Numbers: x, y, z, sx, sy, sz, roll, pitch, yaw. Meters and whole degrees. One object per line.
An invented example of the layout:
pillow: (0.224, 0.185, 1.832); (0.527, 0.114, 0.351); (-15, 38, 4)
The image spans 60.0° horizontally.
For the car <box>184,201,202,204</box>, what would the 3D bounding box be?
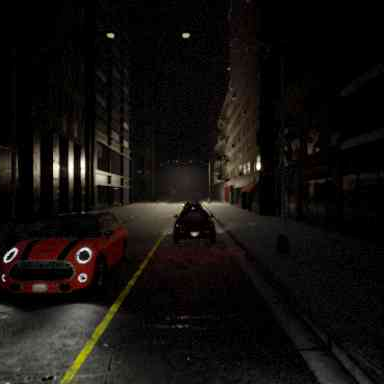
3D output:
car: (0.112, 1.573, 33.918); (1.994, 1.385, 4.181); (0, 0, 0)

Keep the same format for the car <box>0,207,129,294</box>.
car: (-3.093, 1.355, 9.004); (2.097, 1.767, 4.553); (0, 0, 0)

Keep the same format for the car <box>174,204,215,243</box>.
car: (0.107, 1.530, 15.930); (1.812, 1.442, 4.674); (0, 0, 0)
